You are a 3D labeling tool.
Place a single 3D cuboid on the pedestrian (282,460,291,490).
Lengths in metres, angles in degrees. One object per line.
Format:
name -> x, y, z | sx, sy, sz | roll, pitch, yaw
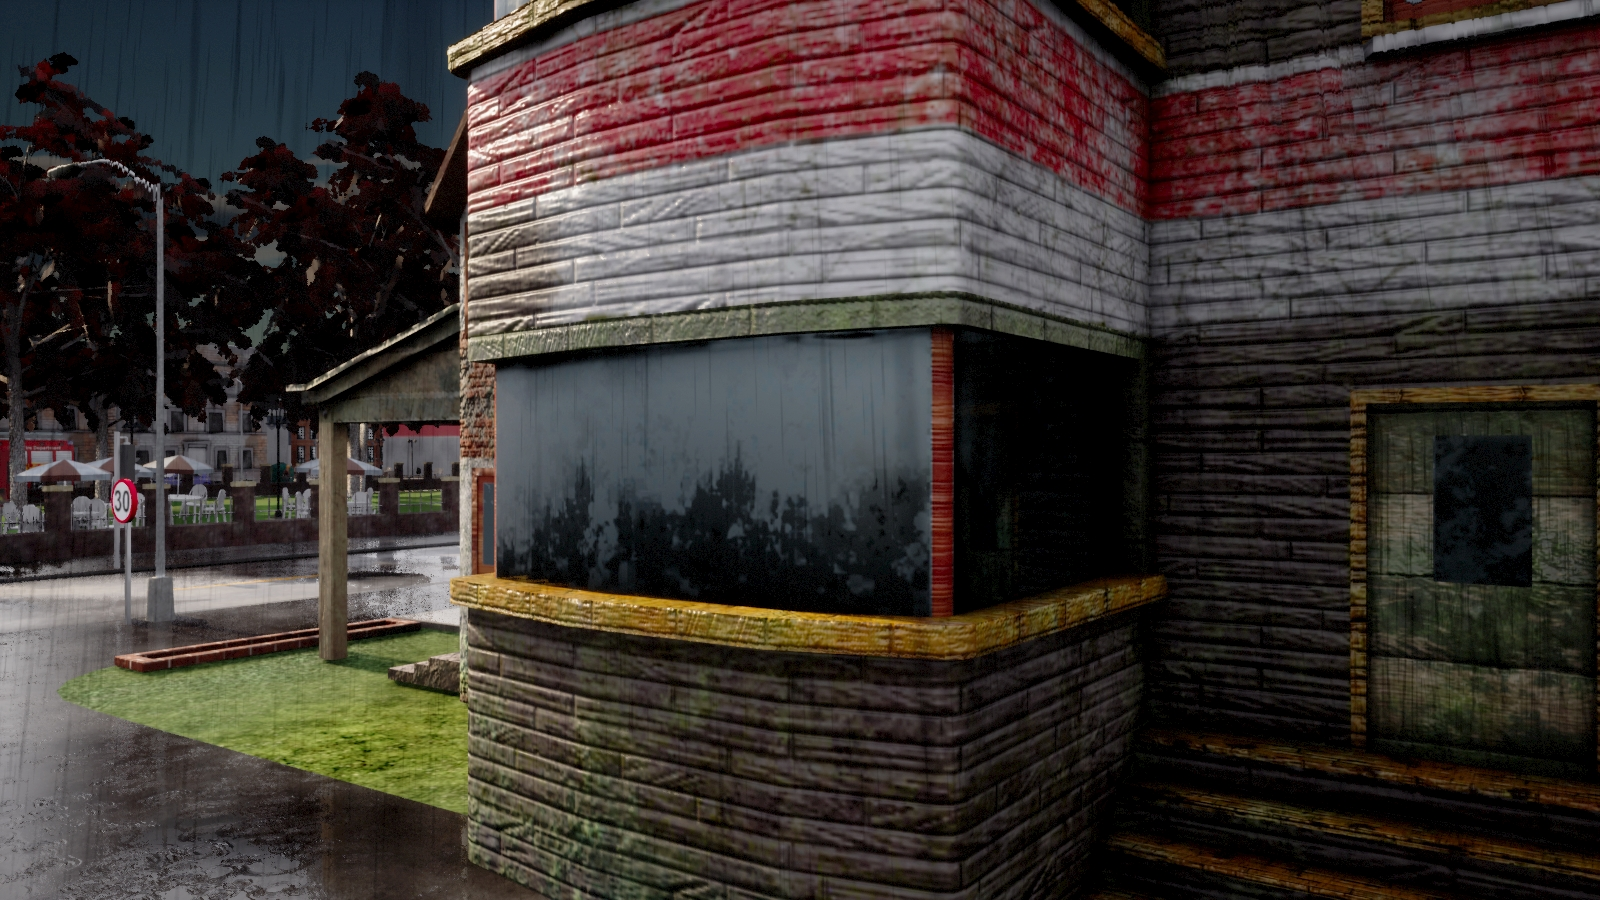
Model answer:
pedestrian -> -31.495, 1.524, 70.112 | 0.375, 1.860, 0.375 | 0, 0, 37
